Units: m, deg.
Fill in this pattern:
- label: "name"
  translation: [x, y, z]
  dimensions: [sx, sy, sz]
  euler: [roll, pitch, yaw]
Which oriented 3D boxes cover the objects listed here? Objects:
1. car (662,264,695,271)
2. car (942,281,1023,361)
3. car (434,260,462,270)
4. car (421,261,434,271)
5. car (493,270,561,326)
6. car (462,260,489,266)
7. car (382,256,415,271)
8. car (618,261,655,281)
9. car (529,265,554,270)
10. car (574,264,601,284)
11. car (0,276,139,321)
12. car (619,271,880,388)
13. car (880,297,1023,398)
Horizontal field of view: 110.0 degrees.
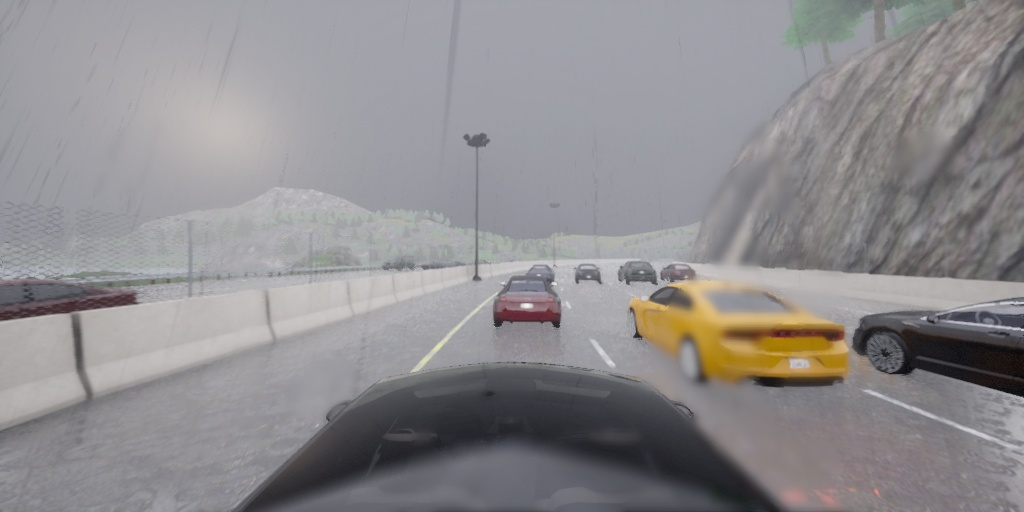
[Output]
- label: "car"
  translation: [12.941, 1.318, 27.982]
  dimensions: [1.812, 1.442, 4.674]
  euler: [0, 0, 9]
- label: "car"
  translation: [10.733, 1.301, 5.888]
  dimensions: [1.812, 1.442, 4.674]
  euler: [0, 0, 1]
- label: "car"
  translation: [-7.990, 1.307, 48.068]
  dimensions: [2.033, 1.411, 5.357]
  euler: [0, 0, 15]
- label: "car"
  translation: [-10.932, 1.355, 50.600]
  dimensions: [1.895, 1.301, 4.718]
  euler: [0, 0, 16]
- label: "car"
  translation: [0.523, 1.321, 11.709]
  dimensions: [1.994, 1.385, 4.181]
  euler: [0, 0, 3]
- label: "car"
  translation: [-4.473, 1.269, 47.646]
  dimensions: [1.837, 1.490, 4.892]
  euler: [0, 0, 15]
- label: "car"
  translation: [-15.155, 0.965, 48.306]
  dimensions: [2.150, 2.045, 5.566]
  euler: [0, 0, 14]
- label: "car"
  translation: [9.174, 1.136, 26.571]
  dimensions: [2.097, 1.767, 4.553]
  euler: [0, 0, 8]
- label: "car"
  translation: [2.196, 1.333, 27.174]
  dimensions: [1.994, 1.385, 4.181]
  euler: [0, 0, 8]
- label: "car"
  translation: [5.805, 1.303, 27.733]
  dimensions: [1.812, 1.442, 4.674]
  euler: [0, 0, 9]
- label: "car"
  translation: [-10.418, 1.208, 6.913]
  dimensions: [1.882, 1.535, 5.008]
  euler: [0, 0, 2]
- label: "car"
  translation: [3.787, 1.239, 7.088]
  dimensions: [1.882, 1.535, 5.008]
  euler: [0, 0, 2]
- label: "car"
  translation: [7.209, 1.258, 4.611]
  dimensions: [2.128, 1.511, 4.902]
  euler: [0, 0, 1]
